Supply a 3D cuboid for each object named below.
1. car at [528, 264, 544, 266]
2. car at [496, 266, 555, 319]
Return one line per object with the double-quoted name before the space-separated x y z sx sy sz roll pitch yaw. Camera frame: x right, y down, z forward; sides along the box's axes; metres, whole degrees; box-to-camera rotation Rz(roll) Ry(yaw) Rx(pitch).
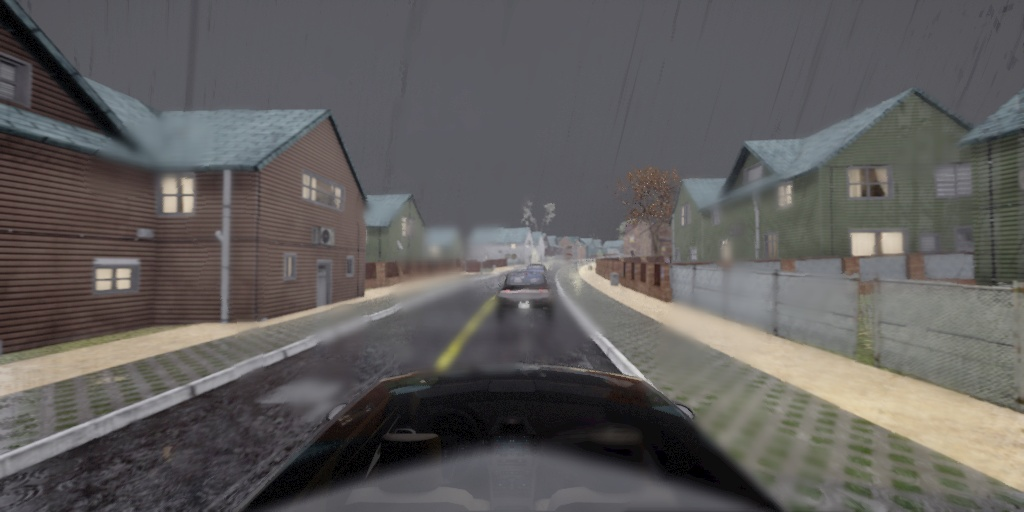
"car" 2.024 1.359 29.795 2.033 1.411 5.357 0 0 7
"car" 0.518 1.289 13.005 2.128 1.511 4.902 0 0 3
